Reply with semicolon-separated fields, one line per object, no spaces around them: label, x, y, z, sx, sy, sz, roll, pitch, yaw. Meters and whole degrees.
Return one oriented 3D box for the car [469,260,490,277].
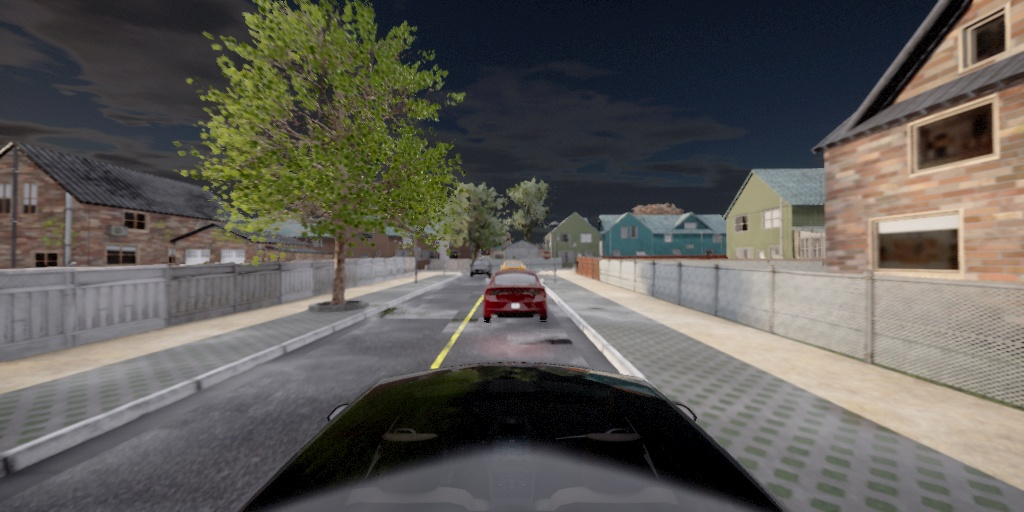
car;-2.759;1.105;32.857;1.837;1.490;4.892;0;0;0

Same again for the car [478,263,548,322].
car;0.097;1.174;12.109;1.882;1.535;5.008;0;0;0

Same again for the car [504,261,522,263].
car;0.093;1.100;26.947;1.882;1.535;5.008;0;0;0
